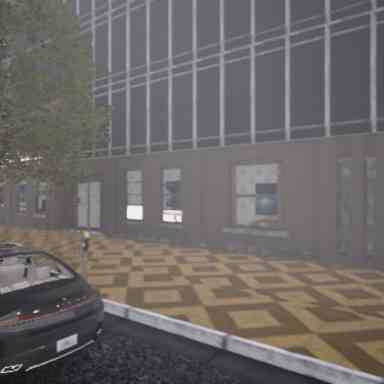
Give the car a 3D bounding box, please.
[{"bbox_3d":[-3.251,1.541,5.198,4.403,1.369,2.008,0,0,36],"label":"car"}]
